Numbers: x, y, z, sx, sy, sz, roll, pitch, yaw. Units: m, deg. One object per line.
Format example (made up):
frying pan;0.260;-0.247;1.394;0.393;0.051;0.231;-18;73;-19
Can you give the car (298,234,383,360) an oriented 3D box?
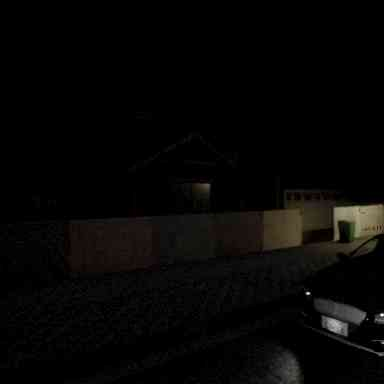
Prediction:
car;3.880;1.493;5.768;4.902;1.511;2.128;0;0;-35
